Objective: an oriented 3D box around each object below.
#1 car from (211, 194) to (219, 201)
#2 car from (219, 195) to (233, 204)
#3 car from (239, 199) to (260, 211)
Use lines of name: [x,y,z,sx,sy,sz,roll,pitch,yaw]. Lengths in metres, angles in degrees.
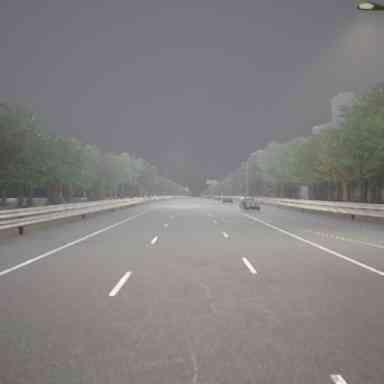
car: [7.162,1.604,94.233,2.097,1.767,4.553,0,-1,0]
car: [7.041,1.522,67.102,1.882,1.535,5.008,0,0,0]
car: [6.998,1.555,40.585,2.033,1.411,5.357,0,0,0]
